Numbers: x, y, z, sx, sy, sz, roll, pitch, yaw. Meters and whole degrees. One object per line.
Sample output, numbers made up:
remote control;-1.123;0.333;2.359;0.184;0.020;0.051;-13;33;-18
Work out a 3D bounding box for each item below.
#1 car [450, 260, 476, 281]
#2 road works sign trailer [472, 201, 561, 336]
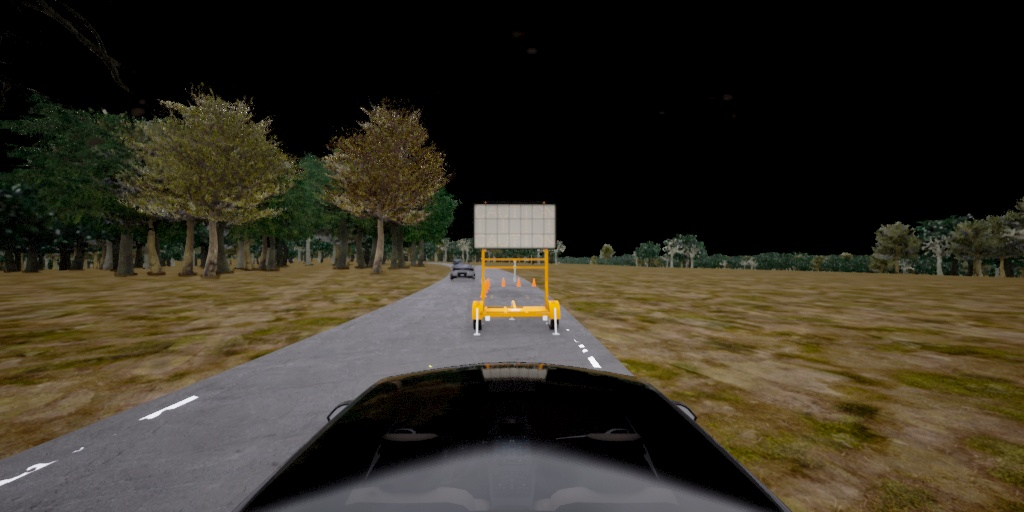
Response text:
car;-4.023;1.310;29.733;1.994;1.385;4.181;0;0;-5
road works sign trailer;0.079;0.213;10.448;2.380;3.560;2.880;0;0;-2
